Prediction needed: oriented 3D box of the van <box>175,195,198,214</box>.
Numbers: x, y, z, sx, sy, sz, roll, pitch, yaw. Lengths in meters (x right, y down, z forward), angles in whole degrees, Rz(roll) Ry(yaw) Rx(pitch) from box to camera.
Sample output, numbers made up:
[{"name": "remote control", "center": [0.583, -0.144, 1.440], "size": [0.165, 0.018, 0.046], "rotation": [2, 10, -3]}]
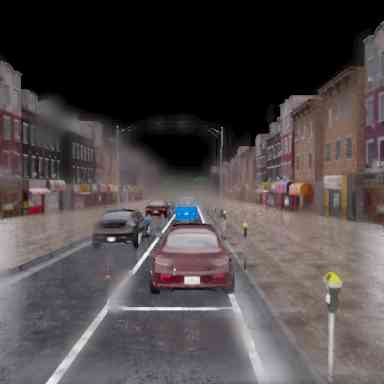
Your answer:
[{"name": "van", "center": [-0.403, 1.331, 25.542], "size": [1.690, 1.788, 3.998], "rotation": [-1, 0, 0]}]

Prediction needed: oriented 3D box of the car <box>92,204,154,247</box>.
[{"name": "car", "center": [-3.017, 1.502, 14.877], "size": [1.837, 1.490, 4.892], "rotation": [0, 0, 0]}]

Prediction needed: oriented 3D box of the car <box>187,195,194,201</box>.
[{"name": "car", "center": [-0.398, 1.542, 86.399], "size": [1.947, 1.339, 4.313], "rotation": [-1, 0, 0]}]

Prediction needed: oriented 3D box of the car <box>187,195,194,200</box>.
[{"name": "car", "center": [-0.398, 1.541, 91.932], "size": [1.947, 1.339, 4.313], "rotation": [-1, 0, 0]}]

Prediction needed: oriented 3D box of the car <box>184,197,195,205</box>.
[{"name": "car", "center": [-0.398, 1.562, 58.737], "size": [1.802, 1.307, 4.206], "rotation": [-1, 0, 0]}]

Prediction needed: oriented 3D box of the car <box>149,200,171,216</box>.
[{"name": "car", "center": [-3.015, 1.466, 30.072], "size": [1.882, 1.535, 5.008], "rotation": [0, 0, 0]}]

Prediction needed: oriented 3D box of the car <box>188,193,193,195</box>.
[{"name": "car", "center": [-0.404, 1.302, 36.607], "size": [2.192, 1.841, 5.009], "rotation": [-1, 0, 0]}]

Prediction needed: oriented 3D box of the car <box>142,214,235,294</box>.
[{"name": "car", "center": [0.003, 1.522, 8.652], "size": [1.812, 1.442, 4.674], "rotation": [0, 0, 0]}]
